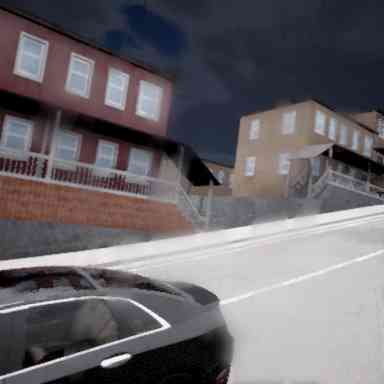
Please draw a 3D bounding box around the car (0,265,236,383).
[{"bbox_3d":[-1.828,1.494,2.687,4.892,1.490,1.837,0,0,-35],"label":"car"}]
